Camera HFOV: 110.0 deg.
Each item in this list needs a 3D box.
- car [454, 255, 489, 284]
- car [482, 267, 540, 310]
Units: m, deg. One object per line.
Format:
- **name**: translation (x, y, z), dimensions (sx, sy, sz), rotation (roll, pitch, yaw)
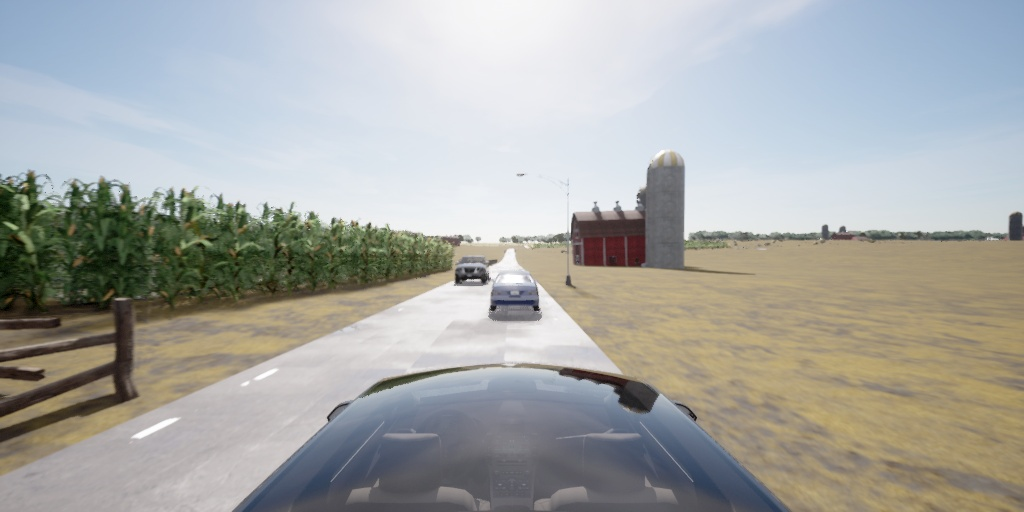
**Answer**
- **car**: translation (-2.840, 0.946, 26.624), dimensions (2.150, 2.045, 5.566), rotation (0, 0, 0)
- **car**: translation (0.099, 1.278, 14.531), dimensions (2.033, 1.411, 5.357), rotation (0, 0, 0)
